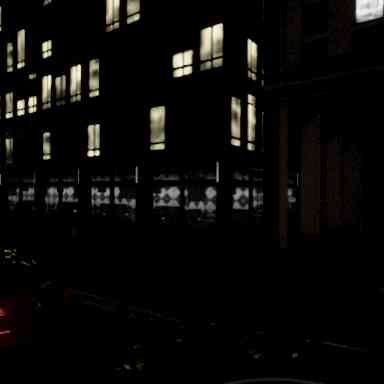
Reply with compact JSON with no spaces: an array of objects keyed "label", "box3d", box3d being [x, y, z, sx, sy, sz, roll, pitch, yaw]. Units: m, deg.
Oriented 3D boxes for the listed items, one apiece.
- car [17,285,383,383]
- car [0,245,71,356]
[{"label":"car","box3d":[1.028,1.549,2.139,4.403,1.369,2.008,0,0,36]},{"label":"car","box3d":[-3.610,1.546,5.448,4.206,1.307,1.802,0,0,36]}]
